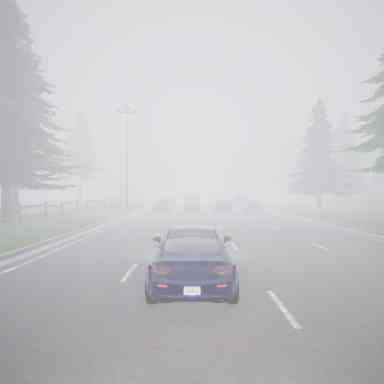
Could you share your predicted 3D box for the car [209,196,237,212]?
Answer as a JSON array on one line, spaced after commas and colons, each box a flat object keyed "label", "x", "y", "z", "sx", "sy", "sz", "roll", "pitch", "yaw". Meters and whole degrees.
[{"label": "car", "x": 3.516, "y": 1.491, "z": 38.601, "sx": 2.128, "sy": 1.511, "sz": 4.902, "roll": 0, "pitch": 0, "yaw": 0}]

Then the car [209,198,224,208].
[{"label": "car", "x": 3.520, "y": 1.601, "z": 49.051, "sx": 1.895, "sy": 1.301, "sz": 4.718, "roll": 0, "pitch": 0, "yaw": 0}]

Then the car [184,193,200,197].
[{"label": "car", "x": 0.020, "y": 1.221, "z": 49.053, "sx": 2.150, "sy": 2.045, "sz": 5.566, "roll": 0, "pitch": 0, "yaw": 0}]

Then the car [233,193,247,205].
[{"label": "car", "x": 7.020, "y": 1.221, "z": 49.050, "sx": 2.150, "sy": 2.045, "sz": 5.566, "roll": 0, "pitch": 0, "yaw": 0}]

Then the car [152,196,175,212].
[{"label": "car", "x": -3.484, "y": 1.547, "z": 38.604, "sx": 2.033, "sy": 1.411, "sz": 5.357, "roll": 0, "pitch": 0, "yaw": 0}]

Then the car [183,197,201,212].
[{"label": "car", "x": 0.016, "y": 1.564, "z": 39.019, "sx": 1.994, "sy": 1.385, "sz": 4.181, "roll": 0, "pitch": 0, "yaw": 0}]

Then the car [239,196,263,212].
[{"label": "car", "x": 7.016, "y": 1.526, "z": 39.017, "sx": 1.812, "sy": 1.442, "sz": 4.674, "roll": 0, "pitch": 0, "yaw": 0}]

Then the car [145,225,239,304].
[{"label": "car", "x": 0.004, "y": 1.526, "z": 7.990, "sx": 1.812, "sy": 1.442, "sz": 4.674, "roll": 0, "pitch": 0, "yaw": 0}]
